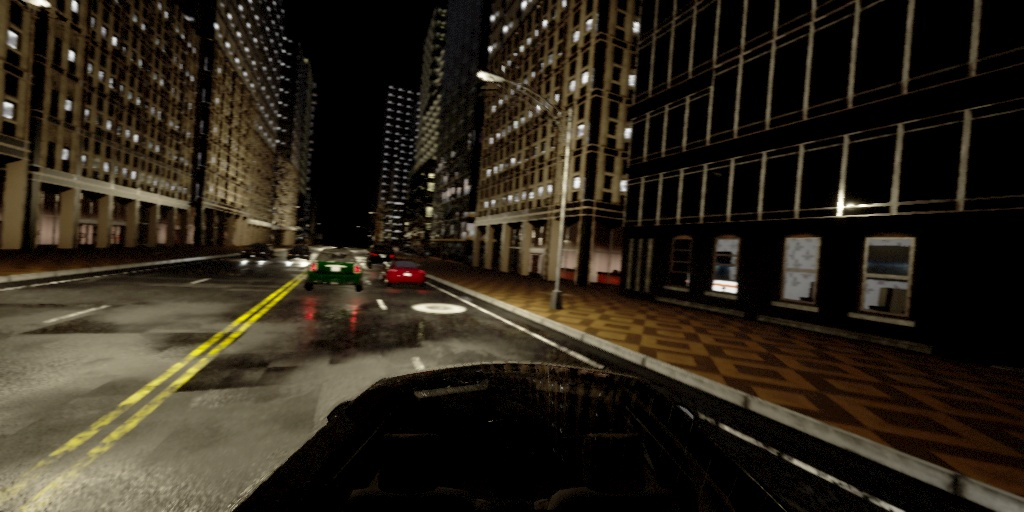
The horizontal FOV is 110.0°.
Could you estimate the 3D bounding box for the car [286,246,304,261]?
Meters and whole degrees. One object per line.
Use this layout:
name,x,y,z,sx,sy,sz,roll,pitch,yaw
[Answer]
car,-20.048,-0.250,34.080,2.033,1.411,5.357,4,0,-25

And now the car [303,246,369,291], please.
car,-7.903,0.476,16.181,2.097,1.767,4.553,4,0,-25

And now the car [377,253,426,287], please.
car,-5.986,0.821,19.562,1.994,1.385,4.181,4,0,-24

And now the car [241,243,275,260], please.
car,-22.984,-0.461,32.701,2.033,1.411,5.357,4,0,-25

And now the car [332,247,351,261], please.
car,-20.002,-0.282,42.064,1.812,1.442,4.674,4,0,-25

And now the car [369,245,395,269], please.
car,-11.556,0.047,31.563,2.150,2.045,5.566,4,0,-25
